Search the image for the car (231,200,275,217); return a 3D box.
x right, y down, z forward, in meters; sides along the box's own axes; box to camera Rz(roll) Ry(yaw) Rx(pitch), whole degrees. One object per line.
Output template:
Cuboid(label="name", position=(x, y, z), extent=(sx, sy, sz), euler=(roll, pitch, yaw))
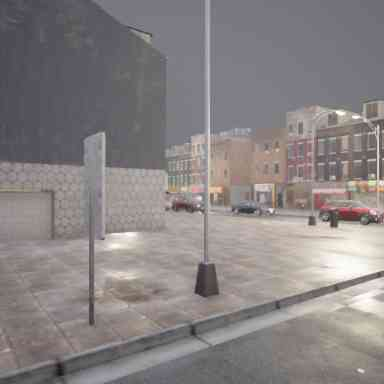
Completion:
Cuboid(label="car", position=(5.932, 1.571, 32.782), extent=(2.128, 1.511, 4.902), euler=(0, 0, -35))

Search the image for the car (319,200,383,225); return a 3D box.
Cuboid(label="car", position=(11.833, 1.397, 24.552), extent=(2.097, 1.767, 4.553), euler=(0, 0, -36))

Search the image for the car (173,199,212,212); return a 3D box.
Cuboid(label="car", position=(-0.032, 1.665, 41.176), extent=(2.033, 1.411, 5.357), euler=(0, 0, -35))

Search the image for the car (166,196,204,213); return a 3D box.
Cuboid(label="car", position=(-0.363, 1.412, 37.244), extent=(2.192, 1.841, 5.009), euler=(0, 0, -35))
